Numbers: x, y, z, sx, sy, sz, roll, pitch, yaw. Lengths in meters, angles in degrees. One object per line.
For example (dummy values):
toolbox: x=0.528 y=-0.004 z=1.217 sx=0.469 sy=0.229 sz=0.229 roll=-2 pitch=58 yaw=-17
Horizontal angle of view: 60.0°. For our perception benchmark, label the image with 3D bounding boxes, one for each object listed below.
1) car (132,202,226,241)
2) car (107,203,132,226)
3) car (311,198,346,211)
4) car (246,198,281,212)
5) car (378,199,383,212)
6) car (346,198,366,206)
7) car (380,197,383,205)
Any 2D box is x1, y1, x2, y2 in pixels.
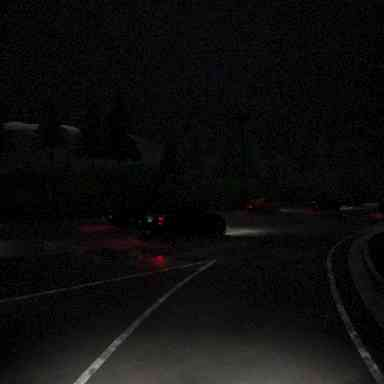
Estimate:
car: x=-0.377 y=1.346 z=16.812 sx=4.553 sy=1.767 sz=2.097 roll=0 pitch=0 yaw=-41
car: x=-3.470 y=1.469 z=23.422 sx=5.008 sy=1.535 sz=1.882 roll=0 pitch=0 yaw=-41
car: x=16.623 y=1.475 z=41.185 sx=4.902 sy=1.511 sz=2.128 roll=0 pitch=0 yaw=-41
car: x=8.358 y=1.463 z=38.550 sx=5.008 sy=1.535 sz=1.882 roll=0 pitch=0 yaw=-41
car: x=22.416 y=1.478 z=36.963 sx=4.902 sy=1.511 sz=2.128 roll=0 pitch=0 yaw=-41
car: x=26.938 y=1.580 z=54.972 sx=4.718 sy=1.301 sz=1.895 roll=0 pitch=0 yaw=-41
car: x=33.766 y=1.579 z=56.340 sx=4.718 sy=1.301 sz=1.895 roll=0 pitch=0 yaw=-41
